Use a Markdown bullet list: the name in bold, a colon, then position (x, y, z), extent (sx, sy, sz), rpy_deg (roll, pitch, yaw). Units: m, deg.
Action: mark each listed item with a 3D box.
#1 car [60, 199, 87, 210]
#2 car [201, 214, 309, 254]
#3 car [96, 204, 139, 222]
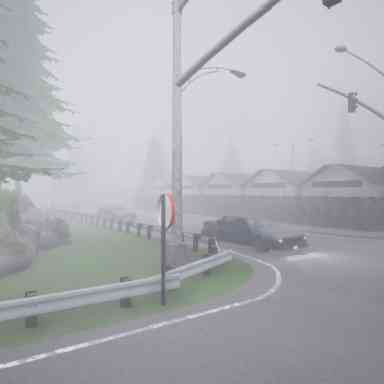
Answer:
- **car**: position (-16.587, 1.727, 46.918), extent (2.033, 1.411, 5.357), rpy_deg (0, 0, 4)
- **car**: position (2.526, 1.739, 14.974), extent (2.033, 1.411, 5.357), rpy_deg (0, 0, -33)
- **car**: position (-6.416, 1.739, 27.968), extent (2.033, 1.411, 5.357), rpy_deg (0, 0, -35)
